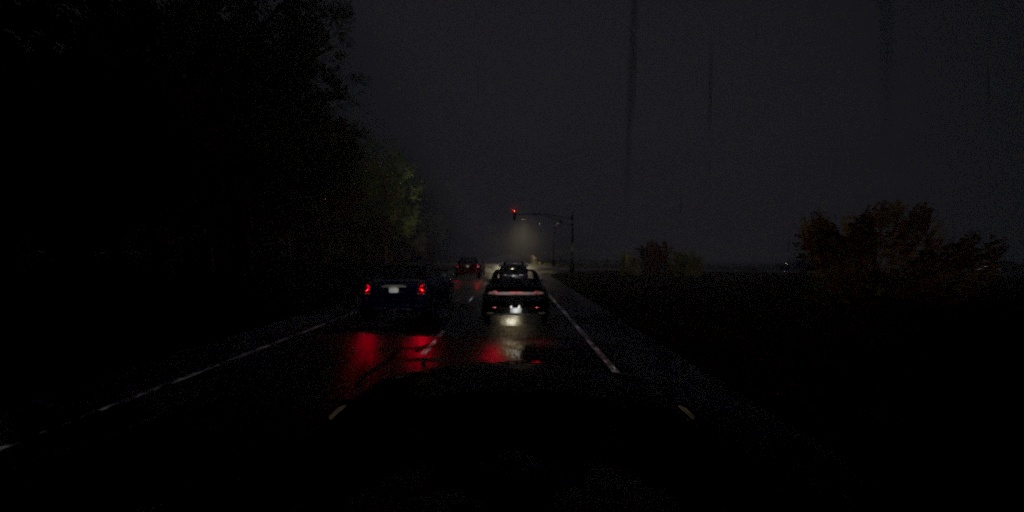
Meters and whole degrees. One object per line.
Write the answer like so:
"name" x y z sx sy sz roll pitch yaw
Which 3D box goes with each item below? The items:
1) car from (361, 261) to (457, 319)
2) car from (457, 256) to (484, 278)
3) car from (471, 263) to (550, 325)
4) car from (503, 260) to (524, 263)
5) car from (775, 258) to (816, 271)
"car" -3.401 0.985 12.448 2.097 1.767 4.553 0 1 0
"car" -3.401 0.796 29.514 2.097 1.767 4.553 0 1 0
"car" 0.099 1.134 11.409 2.128 1.511 4.902 0 0 0
"car" 0.102 0.992 24.382 2.128 1.511 4.902 0 1 0
"car" 37.142 1.057 46.819 4.553 1.767 2.097 1 0 1
